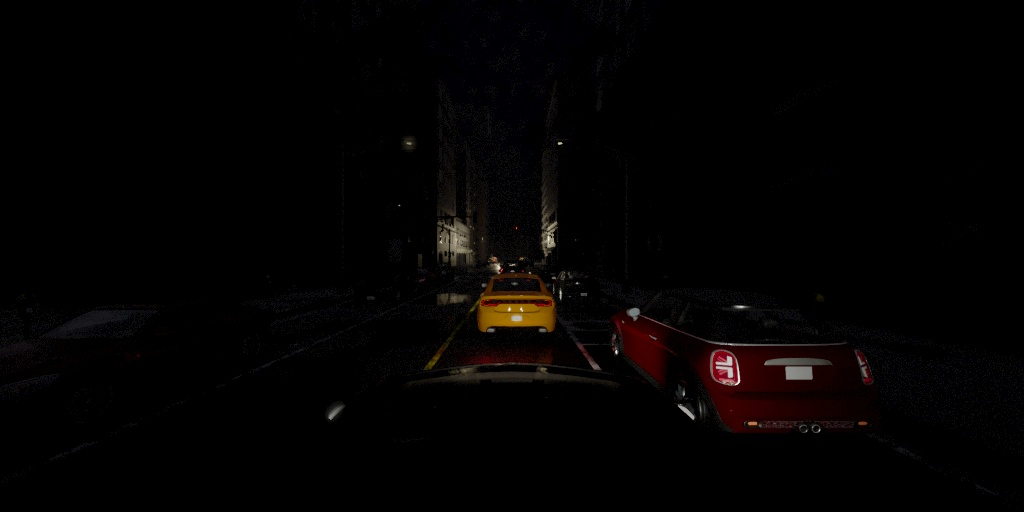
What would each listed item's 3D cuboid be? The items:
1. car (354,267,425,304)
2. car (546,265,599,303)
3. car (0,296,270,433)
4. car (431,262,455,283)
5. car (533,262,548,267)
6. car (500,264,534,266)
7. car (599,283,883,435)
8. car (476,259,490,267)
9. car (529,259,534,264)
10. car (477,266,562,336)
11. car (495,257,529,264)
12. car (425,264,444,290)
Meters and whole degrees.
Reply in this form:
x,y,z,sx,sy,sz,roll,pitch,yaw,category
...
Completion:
x,y,z,sx,sy,sz,roll,pitch,yaw,category
-5.643,1.316,16.527,1.948,1.339,4.313,0,0,0,car
2.882,1.301,16.513,2.007,1.370,4.403,0,0,0,car
-5.662,1.332,5.525,1.802,1.307,4.207,0,0,0,car
-5.624,1.192,27.530,1.967,1.591,4.097,0,0,0,car
2.901,1.318,27.515,1.948,1.339,4.313,0,0,0,car
0.131,1.315,19.385,1.994,1.385,4.181,0,0,0,car
2.863,1.190,5.510,1.967,1.591,4.097,0,0,0,car
-5.525,1.374,64.632,1.802,1.307,4.207,0,0,0,car
3.000,1.232,64.604,1.967,1.591,4.097,0,0,0,car
0.112,1.228,10.397,1.882,1.535,5.008,0,0,0,car
0.075,1.105,28.118,2.097,1.767,4.553,0,0,1,car
-5.634,1.333,22.029,1.802,1.307,4.207,0,0,0,car
